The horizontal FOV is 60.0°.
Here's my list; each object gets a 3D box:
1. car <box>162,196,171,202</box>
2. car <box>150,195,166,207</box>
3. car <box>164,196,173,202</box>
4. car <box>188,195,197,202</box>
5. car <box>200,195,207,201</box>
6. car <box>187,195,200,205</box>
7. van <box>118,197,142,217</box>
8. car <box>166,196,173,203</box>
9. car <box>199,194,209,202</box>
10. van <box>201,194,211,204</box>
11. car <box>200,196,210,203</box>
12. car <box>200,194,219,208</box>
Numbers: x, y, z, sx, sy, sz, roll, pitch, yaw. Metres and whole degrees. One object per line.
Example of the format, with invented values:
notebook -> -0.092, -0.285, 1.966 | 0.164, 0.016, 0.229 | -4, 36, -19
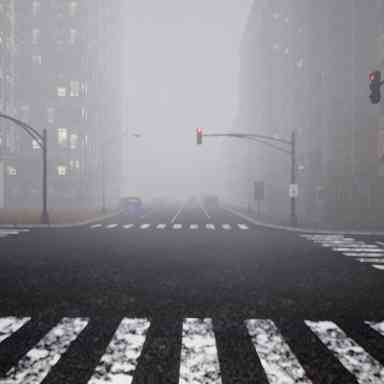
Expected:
car -> -5.659, 1.535, 74.978 | 1.752, 1.417, 4.829 | 0, 0, 0
car -> -5.668, 1.526, 52.774 | 1.752, 1.417, 4.829 | 0, 0, 0
car -> -5.656, 1.564, 80.699 | 2.008, 1.369, 4.403 | 0, 0, 0
car -> 0.033, 1.357, 70.240 | 1.837, 1.490, 4.892 | 0, 0, 0
car -> 3.040, 1.525, 90.310 | 1.837, 1.490, 4.892 | 0, 0, 0
car -> 0.030, 1.604, 60.264 | 1.895, 1.301, 4.718 | 0, 0, 0
van -> -5.677, 1.337, 30.741 | 1.690, 1.788, 3.998 | 0, 0, 0
car -> -5.661, 1.447, 69.597 | 1.967, 1.590, 4.097 | 0, 0, 0
car -> 2.721, 1.325, 75.145 | 2.192, 1.841, 5.009 | 0, 0, 0
van -> 2.717, 1.345, 64.044 | 1.690, 1.788, 3.998 | 0, 0, 0
car -> 2.720, 1.558, 69.594 | 2.008, 1.369, 4.403 | 0, 0, 0
car -> 2.710, 1.314, 47.391 | 2.192, 1.841, 5.009 | 0, 0, 0
